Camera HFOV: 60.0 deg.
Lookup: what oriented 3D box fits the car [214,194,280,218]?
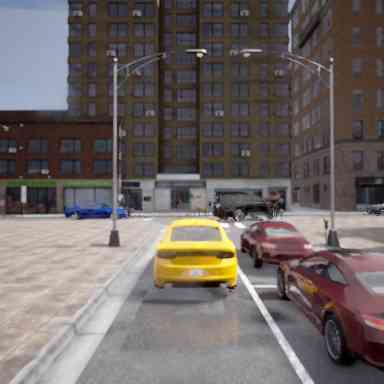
[{"bbox_3d":[4.328,1.210,26.231,5.566,2.045,2.150,-1,-2,-29],"label":"car"}]

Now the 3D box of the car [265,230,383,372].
[{"bbox_3d":[2.647,1.589,5.504,1.802,1.307,4.206,1,0,0],"label":"car"}]

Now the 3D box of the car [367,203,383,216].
[{"bbox_3d":[18.319,1.424,30.025,4.674,1.442,1.812,0,-1,0],"label":"car"}]

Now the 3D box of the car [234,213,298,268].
[{"bbox_3d":[2.641,1.597,10.943,1.802,1.307,4.206,1,0,0],"label":"car"}]

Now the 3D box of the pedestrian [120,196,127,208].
[{"bbox_3d":[-6.857,1.332,33.015,0.375,1.860,0.375,0,-1,0],"label":"pedestrian"}]

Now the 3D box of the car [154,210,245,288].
[{"bbox_3d":[0.088,1.491,9.274,1.882,1.535,5.008,0,0,0],"label":"car"}]

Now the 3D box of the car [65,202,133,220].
[{"bbox_3d":[-7.747,1.559,27.152,5.008,1.535,1.882,-1,-1,0],"label":"car"}]
